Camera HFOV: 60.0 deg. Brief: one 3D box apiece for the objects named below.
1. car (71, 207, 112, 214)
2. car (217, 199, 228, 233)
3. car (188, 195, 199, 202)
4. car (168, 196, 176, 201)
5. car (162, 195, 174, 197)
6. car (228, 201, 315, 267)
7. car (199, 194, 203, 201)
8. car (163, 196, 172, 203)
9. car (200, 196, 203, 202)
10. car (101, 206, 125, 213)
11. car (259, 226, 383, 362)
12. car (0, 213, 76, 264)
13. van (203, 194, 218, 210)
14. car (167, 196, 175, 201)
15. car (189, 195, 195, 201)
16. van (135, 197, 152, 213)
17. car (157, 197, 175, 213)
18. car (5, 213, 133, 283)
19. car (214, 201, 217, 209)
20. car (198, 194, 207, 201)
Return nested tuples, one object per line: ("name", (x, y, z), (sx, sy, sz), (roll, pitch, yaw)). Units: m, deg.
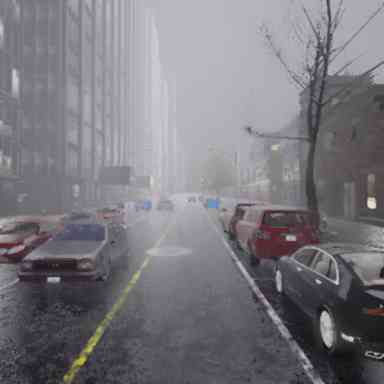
("car", (-5.677, 1.639, 17.022), (1.802, 1.307, 4.206), (1, 0, 0))
("car", (2.707, 1.372, 17.022), (2.192, 1.841, 5.009), (1, 0, 0))
("car", (0.013, 1.661, 74.575), (1.895, 1.301, 4.718), (0, 0, 0))
("car", (-5.663, 1.769, 94.670), (1.947, 1.339, 4.313), (1, 0, 0))
("car", (-5.662, 1.490, 72.485), (2.192, 1.841, 5.009), (1, 0, 0))
("car", (2.706, 1.355, 11.473), (2.192, 1.841, 5.009), (1, 0, 0))
("car", (2.716, 1.709, 78.201), (1.752, 1.417, 4.829), (1, 0, 0))
("car", (-5.665, 1.708, 77.860), (1.752, 1.417, 4.829), (1, 0, 0))
("car", (2.710, 1.703, 50.300), (1.947, 1.339, 4.313), (1, 0, 0))
("car", (-5.675, 1.617, 22.568), (1.887, 1.381, 4.507), (1, 0, 0))
("car", (2.702, 1.572, 5.926), (2.008, 1.369, 4.403), (1, 0, 0))
("car", (-5.678, 1.622, 11.473), (1.802, 1.307, 4.206), (1, 0, 0))
("van", (2.712, 1.467, 44.754), (1.690, 1.788, 3.998), (1, 0, 0))
("car", (-5.663, 1.722, 88.952), (1.752, 1.417, 4.829), (1, 0, 0))
("car", (0.016, 1.627, 94.058), (1.837, 1.490, 4.892), (0, 0, 0))
("van", (-5.669, 1.455, 39.208), (1.690, 1.788, 3.998), (1, 0, 0))
("car", (-3.082, 1.640, 39.442), (1.812, 1.442, 4.674), (0, 0, 0))
("car", (-3.070, 1.583, 10.079), (2.033, 1.411, 5.357), (0, 0, 0))
("car", (2.706, 1.598, 22.738), (1.752, 1.417, 4.829), (1, 0, 0))
("car", (2.720, 1.512, 89.123), (2.192, 1.841, 5.009), (1, 0, 0))
